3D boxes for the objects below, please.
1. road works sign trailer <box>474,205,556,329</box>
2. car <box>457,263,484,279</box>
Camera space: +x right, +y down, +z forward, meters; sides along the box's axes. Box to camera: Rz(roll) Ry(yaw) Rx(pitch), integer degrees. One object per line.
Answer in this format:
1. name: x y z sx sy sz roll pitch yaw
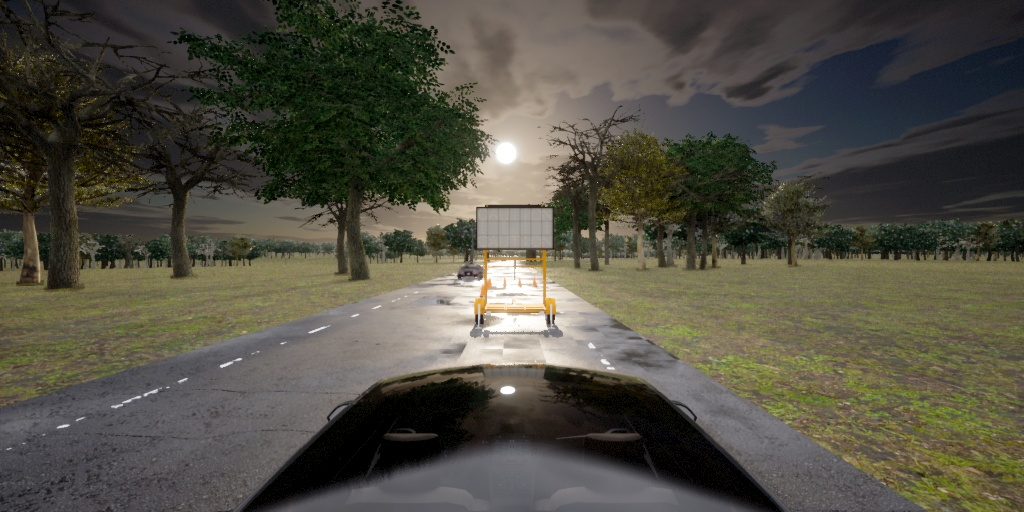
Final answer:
1. road works sign trailer: 0.090 0.211 11.194 2.380 3.560 2.880 0 0 0
2. car: -3.591 1.317 31.570 1.994 1.385 4.181 0 0 0
